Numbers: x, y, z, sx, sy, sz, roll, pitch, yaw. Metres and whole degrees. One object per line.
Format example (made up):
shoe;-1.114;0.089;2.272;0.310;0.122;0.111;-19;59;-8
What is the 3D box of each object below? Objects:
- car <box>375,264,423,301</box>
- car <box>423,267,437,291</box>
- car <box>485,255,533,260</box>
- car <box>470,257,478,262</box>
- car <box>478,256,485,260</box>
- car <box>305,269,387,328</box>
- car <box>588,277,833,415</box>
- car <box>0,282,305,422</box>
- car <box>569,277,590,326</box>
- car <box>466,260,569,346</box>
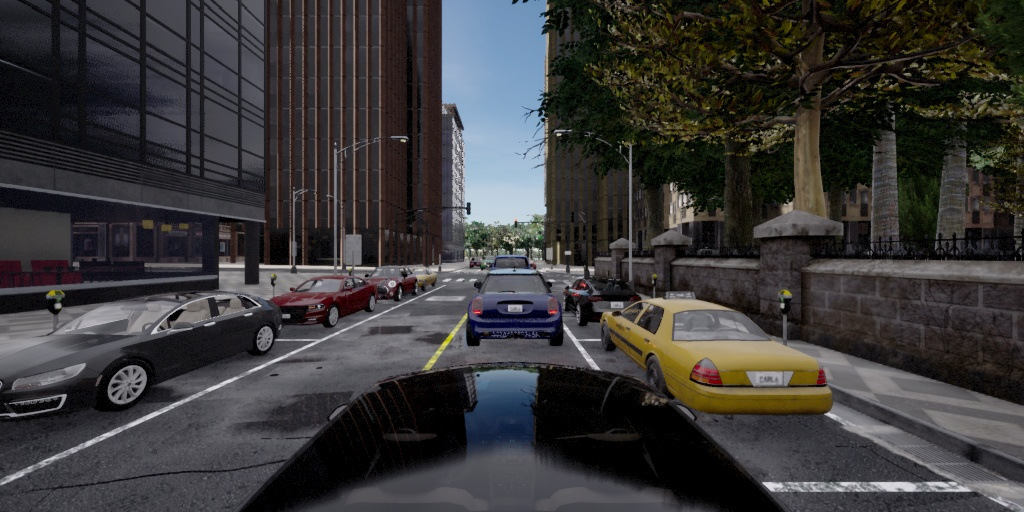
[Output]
car;-5.797;1.190;16.873;1.967;1.591;4.097;0;0;0
car;-5.809;1.277;22.160;1.751;1.417;4.829;0;0;0
car;-0.034;0.973;18.973;2.150;2.045;5.566;0;0;0
car;-5.894;1.079;59.738;2.192;1.841;5.009;0;0;0
car;-3.214;0.982;51.214;2.150;2.045;5.566;0;0;-1
car;-5.785;1.295;11.416;1.888;1.381;4.507;0;0;0
car;2.752;1.275;6.151;1.751;1.417;4.829;0;0;0
car;-5.772;1.300;5.959;2.007;1.370;4.403;0;0;0
car;2.740;1.316;11.437;1.948;1.339;4.313;0;0;0
car;0.036;1.102;9.539;2.097;1.767;4.553;0;0;-1
